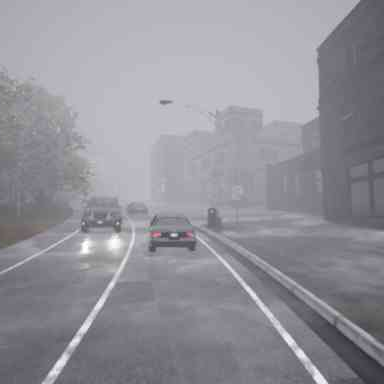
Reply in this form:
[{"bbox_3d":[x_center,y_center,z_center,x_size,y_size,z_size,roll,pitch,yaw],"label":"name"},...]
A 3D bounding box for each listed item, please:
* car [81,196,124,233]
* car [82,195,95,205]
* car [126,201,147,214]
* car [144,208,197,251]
[{"bbox_3d":[-5.417,1.278,20.559,2.150,2.045,5.566,1,0,-11],"label":"car"},{"bbox_3d":[-18.822,1.468,60.442,1.882,1.535,5.008,2,0,-21],"label":"car"},{"bbox_3d":[-6.269,1.742,37.369,1.994,1.385,4.181,2,-1,-18],"label":"car"},{"bbox_3d":[-0.958,1.613,14.489,2.033,1.411,5.357,1,0,-7],"label":"car"}]
